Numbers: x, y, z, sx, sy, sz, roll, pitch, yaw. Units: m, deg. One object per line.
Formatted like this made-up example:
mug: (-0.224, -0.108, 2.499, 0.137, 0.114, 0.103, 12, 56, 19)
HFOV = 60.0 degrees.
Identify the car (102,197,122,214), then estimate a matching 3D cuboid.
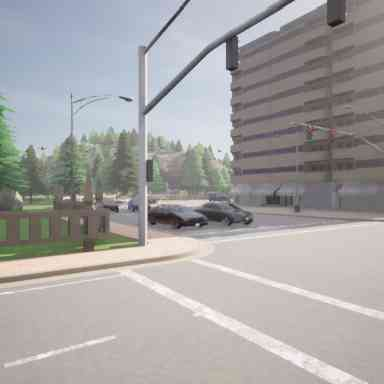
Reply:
car: (-8.946, 1.422, 35.116, 1.882, 1.535, 5.008, 0, 0, -20)

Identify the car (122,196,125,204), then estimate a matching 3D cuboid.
car: (-11.494, 1.470, 55.716, 1.812, 1.442, 4.674, 0, 0, 7)

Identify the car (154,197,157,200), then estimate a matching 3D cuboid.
car: (-7.601, 1.452, 58.477, 1.837, 1.490, 4.892, 0, -1, 11)

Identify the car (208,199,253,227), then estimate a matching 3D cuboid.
car: (2.084, 1.449, 22.712, 1.837, 1.490, 4.892, 0, 0, -34)

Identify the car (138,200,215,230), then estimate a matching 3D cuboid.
car: (-1.171, 1.491, 21.161, 2.033, 1.411, 5.357, 0, 0, -34)

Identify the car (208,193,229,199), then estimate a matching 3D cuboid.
car: (5.712, 1.170, 71.210, 2.150, 2.045, 5.566, 0, 0, 40)

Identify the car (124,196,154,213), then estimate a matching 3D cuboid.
car: (-5.969, 1.422, 36.986, 1.882, 1.535, 5.008, 0, 0, -19)
